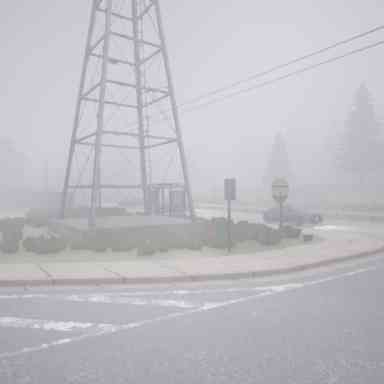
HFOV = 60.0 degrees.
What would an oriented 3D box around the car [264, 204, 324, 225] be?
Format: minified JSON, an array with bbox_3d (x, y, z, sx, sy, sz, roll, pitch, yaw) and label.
[{"bbox_3d":[6.990,1.552,23.306,1.994,1.385,4.181,0,0,-36],"label":"car"}]

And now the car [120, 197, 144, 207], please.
[{"bbox_3d":[-8.021,1.465,47.362,5.008,1.535,1.882,0,0,17],"label":"car"}]

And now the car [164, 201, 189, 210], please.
[{"bbox_3d":[-1.757,1.592,36.173,1.895,1.301,4.718,0,0,-35],"label":"car"}]
